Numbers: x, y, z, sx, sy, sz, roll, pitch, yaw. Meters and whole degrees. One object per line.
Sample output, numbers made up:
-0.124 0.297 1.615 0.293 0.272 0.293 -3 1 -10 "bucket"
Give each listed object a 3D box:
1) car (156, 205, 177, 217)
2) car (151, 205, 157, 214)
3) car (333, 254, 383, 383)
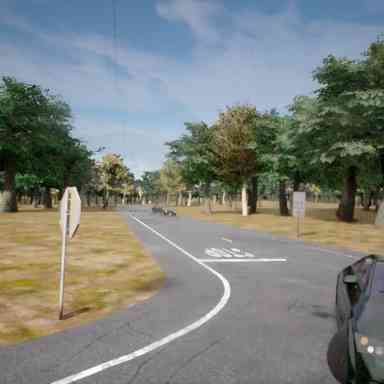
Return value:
-3.514 2.847 48.061 1.895 1.301 4.718 3 -2 -13 "car"
-5.783 2.957 56.904 1.882 1.535 5.008 3 -2 -14 "car"
3.137 1.643 4.667 1.994 1.385 4.181 1 -1 22 "car"
